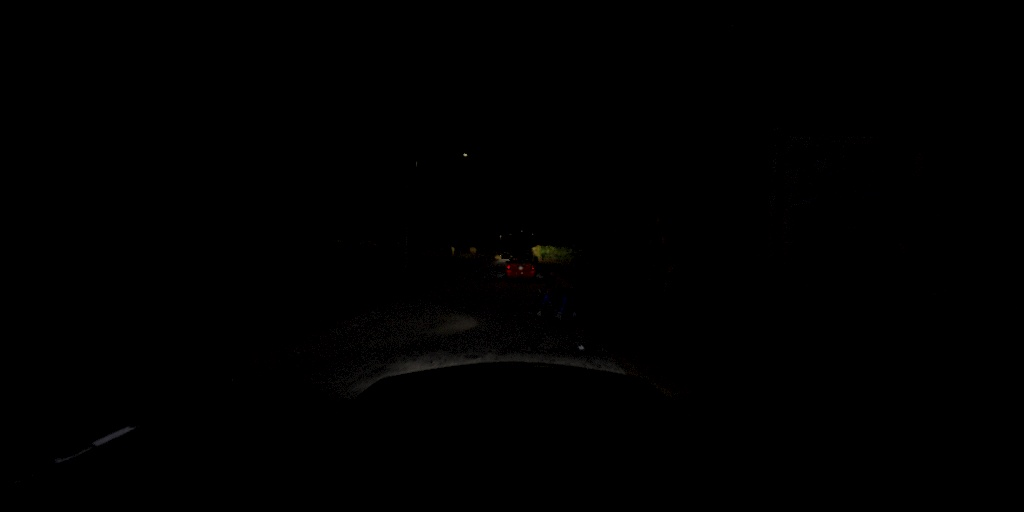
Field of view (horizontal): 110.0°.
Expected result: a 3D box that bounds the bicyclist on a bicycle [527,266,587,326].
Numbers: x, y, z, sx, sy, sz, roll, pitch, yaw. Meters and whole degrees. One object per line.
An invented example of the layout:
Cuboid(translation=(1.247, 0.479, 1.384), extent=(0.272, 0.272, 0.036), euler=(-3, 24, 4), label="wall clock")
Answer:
Cuboid(translation=(1.236, 1.116, 9.790), extent=(1.656, 1.620, 0.582), euler=(1, 1, 1), label="bicyclist on a bicycle")

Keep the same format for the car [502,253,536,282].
Cuboid(translation=(0.602, 0.761, 25.214), extent=(2.097, 1.767, 4.553), euler=(1, 1, 1), label="car")
